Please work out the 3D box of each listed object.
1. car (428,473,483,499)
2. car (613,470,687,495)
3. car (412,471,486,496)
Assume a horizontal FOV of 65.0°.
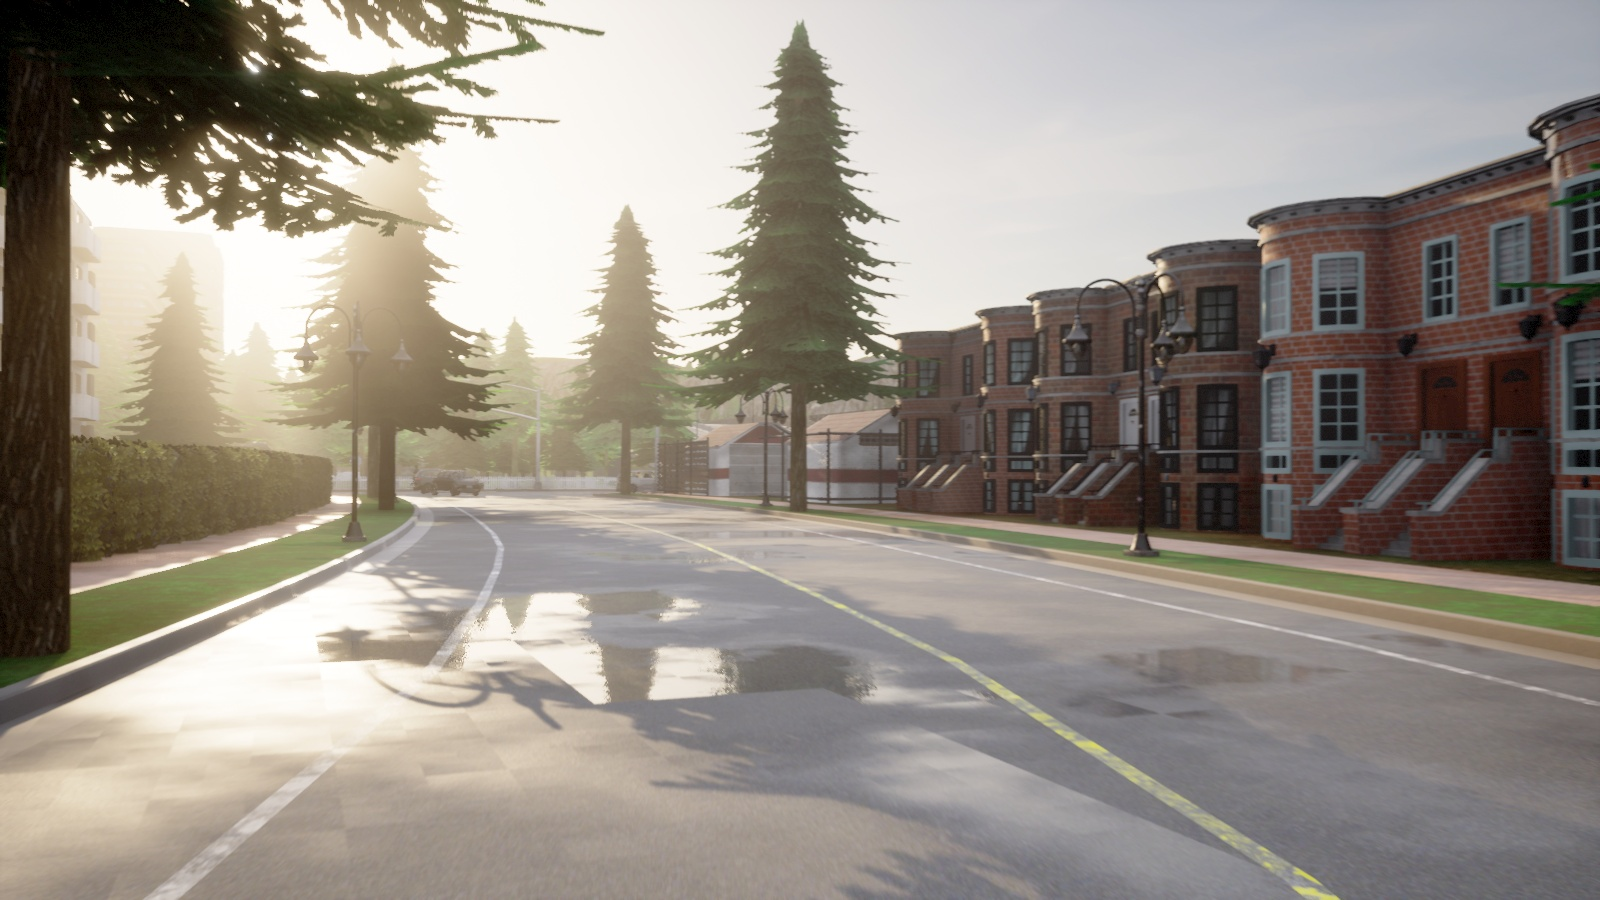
[{"bbox_3d":[-20.623,2.158,75.175,1.789,1.549,3.705,1,-2,-40],"label":"car"},{"bbox_3d":[-10.200,2.179,85.449,4.611,1.667,2.242,0,-1,-21],"label":"car"},{"bbox_3d":[-23.540,2.224,84.160,4.611,1.667,2.242,0,-1,-21],"label":"car"}]
